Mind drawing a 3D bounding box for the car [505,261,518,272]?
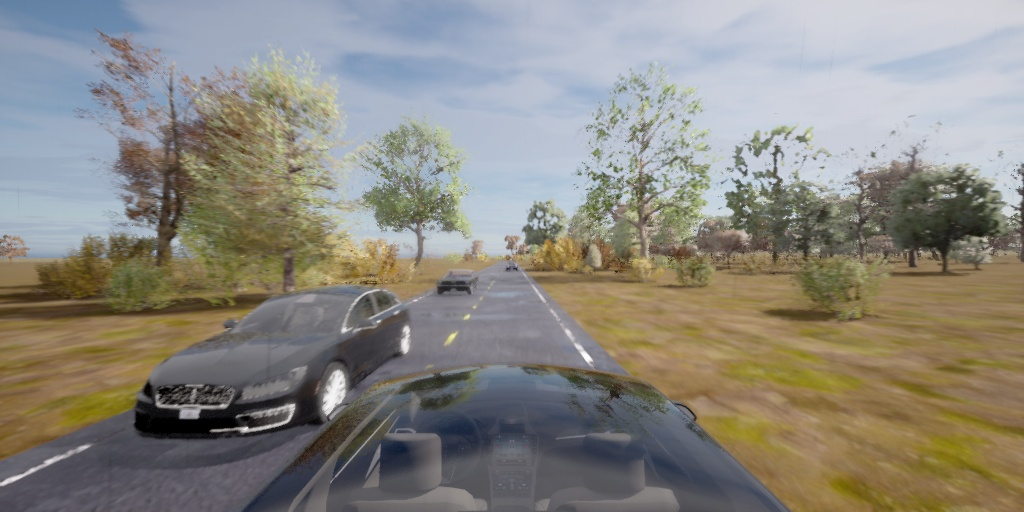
[{"bbox_3d":[-0.036,1.608,53.119,1.895,1.301,4.718,0,0,0],"label":"car"}]

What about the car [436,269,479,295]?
[{"bbox_3d":[-3.017,1.448,20.685,1.895,1.301,4.718,0,0,0],"label":"car"}]

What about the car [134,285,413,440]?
[{"bbox_3d":[-3.034,1.278,5.827,1.837,1.490,4.892,0,-1,0],"label":"car"}]
